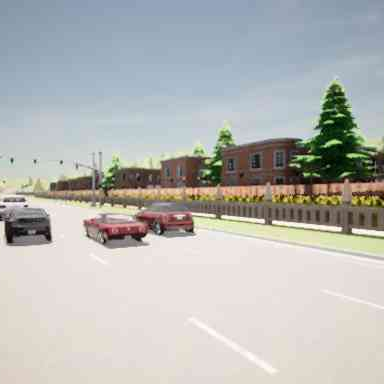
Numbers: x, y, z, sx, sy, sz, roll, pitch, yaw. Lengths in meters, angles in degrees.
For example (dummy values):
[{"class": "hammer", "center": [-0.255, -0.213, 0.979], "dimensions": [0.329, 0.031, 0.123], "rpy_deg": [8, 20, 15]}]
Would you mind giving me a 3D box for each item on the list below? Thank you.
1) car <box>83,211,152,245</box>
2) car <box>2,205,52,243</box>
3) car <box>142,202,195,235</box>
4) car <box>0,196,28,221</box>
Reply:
[{"class": "car", "center": [-3.857, 1.650, 16.082], "dimensions": [1.895, 1.301, 4.718], "rpy_deg": [0, 0, -31]}, {"class": "car", "center": [-8.199, 1.554, 16.549], "dimensions": [1.837, 1.490, 4.892], "rpy_deg": [0, -2, -31]}, {"class": "car", "center": [-1.734, 1.409, 19.369], "dimensions": [2.097, 1.767, 4.553], "rpy_deg": [0, 0, -31]}, {"class": "car", "center": [-15.500, 1.317, 28.892], "dimensions": [2.150, 2.045, 5.566], "rpy_deg": [0, 0, -31]}]
